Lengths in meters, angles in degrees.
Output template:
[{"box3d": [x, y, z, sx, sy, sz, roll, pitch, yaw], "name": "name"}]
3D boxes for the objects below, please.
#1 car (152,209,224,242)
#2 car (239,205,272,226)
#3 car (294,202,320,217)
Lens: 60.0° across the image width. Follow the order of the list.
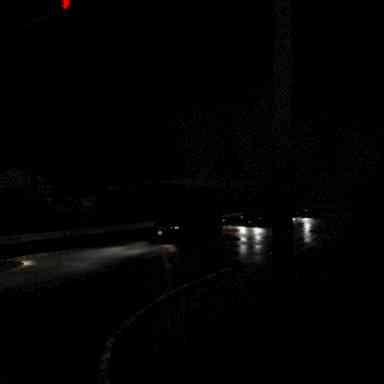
[{"box3d": [-0.091, 1.696, 17.951, 2.128, 1.511, 4.902, 0, 0, 36], "name": "car"}, {"box3d": [5.657, 1.753, 25.901, 2.033, 1.411, 5.357, 0, 0, 36], "name": "car"}, {"box3d": [11.604, 1.731, 33.821, 1.812, 1.442, 4.674, 0, 0, 38], "name": "car"}]
